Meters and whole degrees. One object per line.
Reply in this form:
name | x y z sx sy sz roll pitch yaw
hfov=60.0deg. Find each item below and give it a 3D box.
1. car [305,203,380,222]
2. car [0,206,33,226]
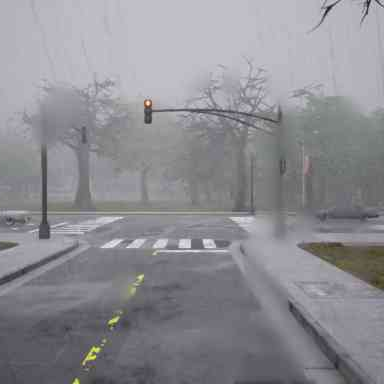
car | 11.836 1.564 26.363 5.357 1.411 2.033 0 0 0
car | -13.643 1.589 22.932 4.718 1.301 1.895 0 0 0
